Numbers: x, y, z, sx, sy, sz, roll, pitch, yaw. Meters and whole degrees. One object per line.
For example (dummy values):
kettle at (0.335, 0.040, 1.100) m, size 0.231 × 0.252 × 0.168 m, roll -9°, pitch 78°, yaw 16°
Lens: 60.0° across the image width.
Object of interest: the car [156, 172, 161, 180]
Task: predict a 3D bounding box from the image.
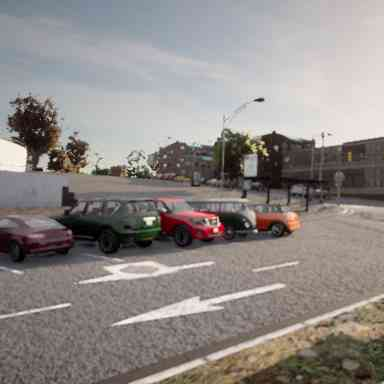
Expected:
car at (-5.872, -3.655, 81.911) m, size 2.185 × 1.767 × 4.553 m, roll 6°, pitch 2°, yaw 34°

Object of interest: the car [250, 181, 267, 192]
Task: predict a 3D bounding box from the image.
car at (11.566, -0.795, 57.364) m, size 2.231 × 1.521 × 4.892 m, roll 7°, pitch 3°, yaw 35°

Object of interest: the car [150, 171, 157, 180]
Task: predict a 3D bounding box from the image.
car at (-7.608, -3.889, 84.377) m, size 2.185 × 1.767 × 4.553 m, roll 4°, pitch 1°, yaw 33°

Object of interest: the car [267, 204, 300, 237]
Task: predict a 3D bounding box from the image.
car at (3.665, 1.458, 18.986) m, size 4.553 × 1.767 × 2.185 m, roll -1°, pitch -1°, yaw 35°

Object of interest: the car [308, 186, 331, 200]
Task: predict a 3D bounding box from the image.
car at (18.488, 0.333, 47.520) m, size 2.002 × 1.452 × 4.674 m, roll 7°, pitch 3°, yaw 35°

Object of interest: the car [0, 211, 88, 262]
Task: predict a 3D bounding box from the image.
car at (-6.206, 1.543, 12.078) m, size 4.674 × 1.452 × 2.002 m, roll -1°, pitch -1°, yaw 35°

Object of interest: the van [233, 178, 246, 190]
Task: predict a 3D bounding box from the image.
van at (9.802, -1.294, 59.723) m, size 1.878 × 1.987 × 4.442 m, roll 7°, pitch 3°, yaw 35°

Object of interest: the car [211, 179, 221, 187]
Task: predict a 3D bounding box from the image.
car at (6.487, -1.614, 64.918) m, size 1.946 × 1.575 × 5.366 m, roll 7°, pitch 3°, yaw 35°

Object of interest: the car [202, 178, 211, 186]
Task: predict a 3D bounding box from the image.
car at (4.650, -1.847, 67.235) m, size 2.002 × 1.452 × 4.674 m, roll 7°, pitch 3°, yaw 35°

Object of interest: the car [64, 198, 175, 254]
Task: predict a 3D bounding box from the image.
car at (-3.782, 1.272, 13.842) m, size 5.566 × 2.045 × 2.435 m, roll -1°, pitch -1°, yaw 35°

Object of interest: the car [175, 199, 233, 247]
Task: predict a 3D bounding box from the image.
car at (-1.273, 1.292, 15.554) m, size 5.566 × 2.045 × 2.435 m, roll -1°, pitch -1°, yaw 35°

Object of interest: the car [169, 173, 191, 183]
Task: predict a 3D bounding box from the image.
car at (-2.218, -2.979, 77.193) m, size 1.946 × 1.575 × 5.366 m, roll 7°, pitch 3°, yaw 34°

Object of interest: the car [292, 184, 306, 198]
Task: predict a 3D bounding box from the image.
car at (16.793, -0.229, 49.990) m, size 2.435 × 2.045 × 5.566 m, roll 7°, pitch 3°, yaw 35°

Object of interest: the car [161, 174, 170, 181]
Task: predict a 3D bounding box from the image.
car at (-4.073, -3.503, 79.449) m, size 2.435 × 2.045 × 5.566 m, roll 7°, pitch 3°, yaw 34°

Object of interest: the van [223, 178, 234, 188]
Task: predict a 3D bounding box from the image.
van at (8.068, -1.568, 62.191) m, size 1.878 × 1.987 × 4.442 m, roll 7°, pitch 3°, yaw 35°

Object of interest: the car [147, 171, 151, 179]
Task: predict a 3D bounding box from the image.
car at (-9.384, -4.167, 86.721) m, size 2.435 × 2.045 × 5.566 m, roll 1°, pitch -2°, yaw 34°

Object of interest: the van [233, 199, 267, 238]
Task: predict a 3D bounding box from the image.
van at (1.261, 1.337, 17.230) m, size 4.442 × 1.987 × 1.878 m, roll -1°, pitch -1°, yaw 35°
